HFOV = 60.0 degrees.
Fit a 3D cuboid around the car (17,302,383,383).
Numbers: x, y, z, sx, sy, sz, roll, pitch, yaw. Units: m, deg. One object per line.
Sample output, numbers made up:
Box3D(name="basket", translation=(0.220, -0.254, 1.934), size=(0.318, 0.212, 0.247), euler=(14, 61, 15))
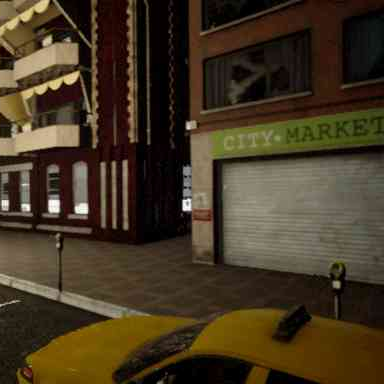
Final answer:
Box3D(name="car", translation=(0.503, 1.536, 2.517), size=(4.829, 1.417, 1.752), euler=(-1, -1, 35))
